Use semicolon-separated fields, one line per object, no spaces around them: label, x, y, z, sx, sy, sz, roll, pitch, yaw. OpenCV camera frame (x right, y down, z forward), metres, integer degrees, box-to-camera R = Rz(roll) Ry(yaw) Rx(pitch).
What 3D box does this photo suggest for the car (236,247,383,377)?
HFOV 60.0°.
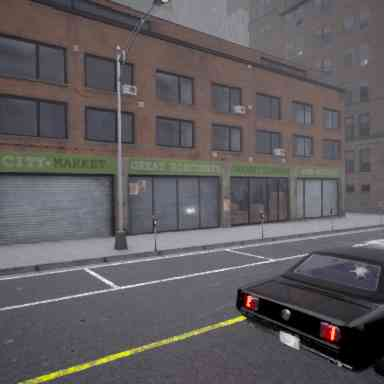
car;3.061;1.599;5.496;4.718;1.301;1.895;0;0;-35
